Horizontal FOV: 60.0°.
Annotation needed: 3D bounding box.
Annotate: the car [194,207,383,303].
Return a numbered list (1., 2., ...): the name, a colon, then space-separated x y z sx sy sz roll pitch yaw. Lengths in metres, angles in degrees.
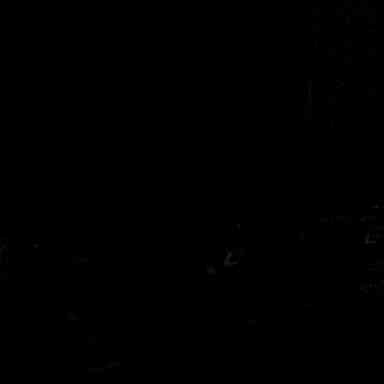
1. car: 2.464 1.377 8.523 5.009 1.841 2.192 1 0 -35

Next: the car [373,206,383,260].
1. car: 7.054 1.428 11.797 5.009 1.841 2.192 1 0 -35
